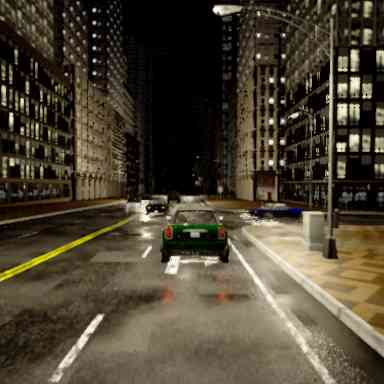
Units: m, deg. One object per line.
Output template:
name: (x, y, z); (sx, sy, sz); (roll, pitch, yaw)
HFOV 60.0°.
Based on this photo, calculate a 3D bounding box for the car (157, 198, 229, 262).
car: (0.097, 1.276, 11.978); (2.097, 1.767, 4.553); (0, 0, 0)

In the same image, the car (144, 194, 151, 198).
car: (-9.750, 1.128, 72.128); (1.895, 1.301, 4.718); (0, 0, 0)

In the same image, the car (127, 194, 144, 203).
car: (-9.798, 1.134, 56.346); (1.837, 1.490, 4.892); (0, 0, 1)

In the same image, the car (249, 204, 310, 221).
car: (7.087, 1.589, 26.557); (4.718, 1.301, 1.895); (0, 1, -10)

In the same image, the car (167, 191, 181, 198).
car: (-3.150, 0.856, 57.981); (2.150, 2.045, 5.566); (0, 0, 0)

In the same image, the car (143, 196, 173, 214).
car: (-3.146, 1.382, 31.362); (1.895, 1.301, 4.718); (0, 1, 0)
